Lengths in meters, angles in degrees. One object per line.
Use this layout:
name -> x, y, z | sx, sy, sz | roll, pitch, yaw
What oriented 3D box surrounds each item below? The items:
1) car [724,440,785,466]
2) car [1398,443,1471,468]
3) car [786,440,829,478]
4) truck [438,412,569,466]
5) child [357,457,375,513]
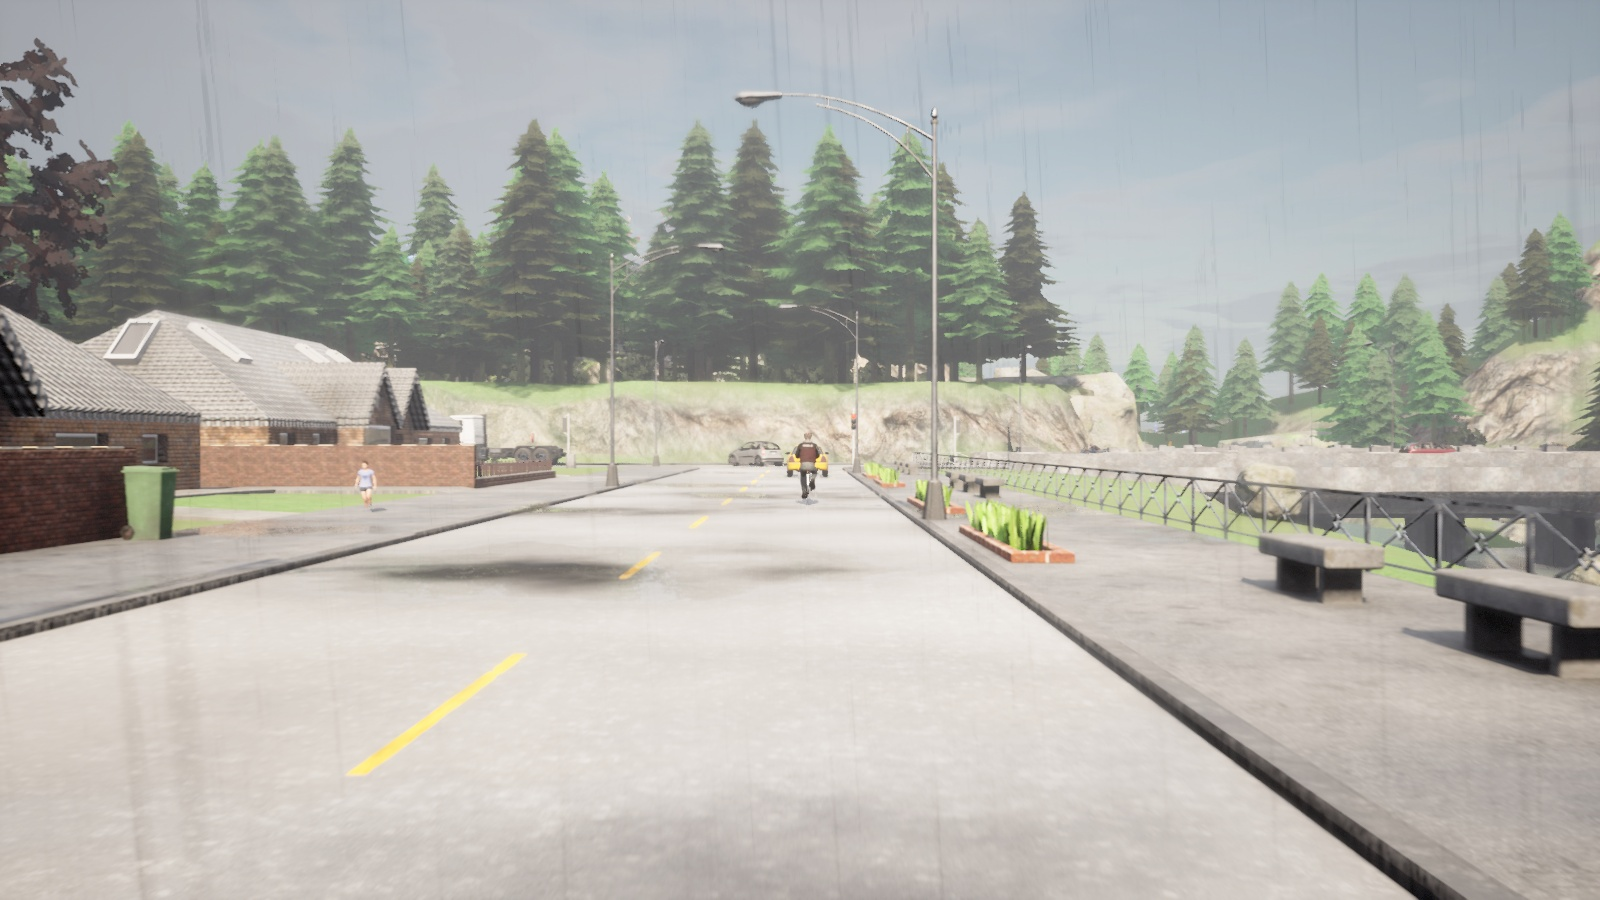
car -> -2.895, 0.192, 79.886 | 1.851, 1.617, 3.988 | 0, 0, -39
car -> 39.794, 0.313, 78.802 | 3.705, 1.549, 1.789 | 0, 0, 0
car -> 0.335, 0.373, 55.567 | 1.801, 1.575, 5.366 | 0, 0, 0
truck -> -19.577, -0.720, 83.176 | 7.936, 3.462, 2.891 | 0, 0, 2
child -> -8.688, 0.688, 25.131 | 0.255, 1.110, 0.394 | 0, 0, -4
